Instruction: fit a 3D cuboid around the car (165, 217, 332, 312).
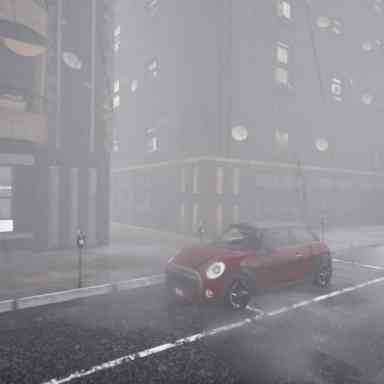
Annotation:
[{"bbox_3d":[1.373,1.440,7.685,4.097,1.590,1.967,0,1,-36],"label":"car"}]
